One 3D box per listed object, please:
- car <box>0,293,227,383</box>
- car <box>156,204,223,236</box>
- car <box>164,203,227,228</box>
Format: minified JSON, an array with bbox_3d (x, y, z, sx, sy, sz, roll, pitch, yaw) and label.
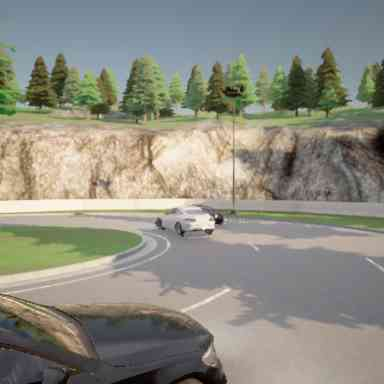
[{"bbox_3d":[-1.848,1.525,2.488,4.674,1.442,1.812,0,0,-37],"label":"car"},{"bbox_3d":[-0.417,1.509,18.240,1.812,1.442,4.674,1,0,-25],"label":"car"},{"bbox_3d":[0.152,1.542,22.988,1.994,1.385,4.181,0,0,-44],"label":"car"}]
